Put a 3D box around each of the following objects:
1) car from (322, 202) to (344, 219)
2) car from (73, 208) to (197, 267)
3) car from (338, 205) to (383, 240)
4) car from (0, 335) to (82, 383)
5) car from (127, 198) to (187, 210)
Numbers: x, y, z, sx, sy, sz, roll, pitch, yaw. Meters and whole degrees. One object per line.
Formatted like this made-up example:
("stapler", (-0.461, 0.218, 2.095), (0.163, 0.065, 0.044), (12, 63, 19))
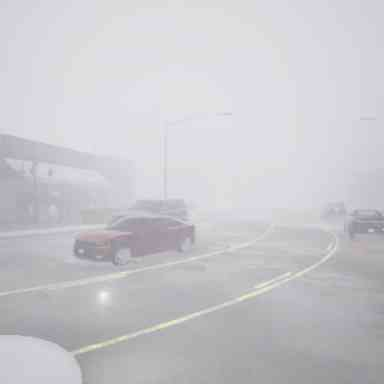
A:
("car", (14.526, 1.751, 34.004), (2.097, 1.767, 4.553), (0, -1, 17))
("car", (-1.856, 1.572, 12.188), (1.882, 1.535, 5.008), (1, 0, 38))
("car", (9.734, 1.724, 18.783), (2.128, 1.511, 4.902), (0, 0, 20))
("car", (-2.960, 1.520, 1.701), (4.674, 1.442, 1.812), (1, 0, -33))
("car", (-2.089, 1.365, 18.110), (2.150, 2.045, 5.566), (1, 0, 26))
